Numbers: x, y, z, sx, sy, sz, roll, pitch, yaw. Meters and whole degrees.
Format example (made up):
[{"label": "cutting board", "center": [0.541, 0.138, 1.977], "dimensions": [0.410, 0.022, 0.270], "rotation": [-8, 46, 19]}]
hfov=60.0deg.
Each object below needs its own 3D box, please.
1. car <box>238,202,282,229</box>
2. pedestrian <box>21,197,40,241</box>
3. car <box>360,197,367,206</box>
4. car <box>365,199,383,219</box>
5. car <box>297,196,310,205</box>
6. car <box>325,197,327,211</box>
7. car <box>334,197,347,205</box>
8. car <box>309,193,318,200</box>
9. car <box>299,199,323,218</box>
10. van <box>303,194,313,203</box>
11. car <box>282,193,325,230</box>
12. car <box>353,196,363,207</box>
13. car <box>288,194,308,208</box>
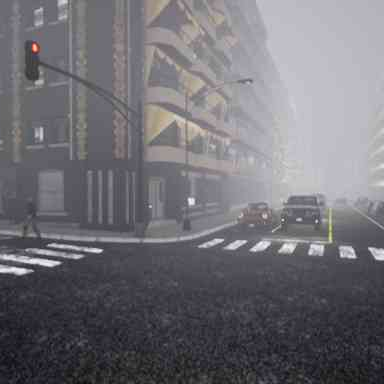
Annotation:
[{"label": "car", "center": [4.210, 1.410, 21.045], "dimensions": [1.967, 1.590, 4.097], "rotation": [0, 0, 23]}, {"label": "pedestrian", "center": [-6.529, 1.051, 13.449], "dimensions": [0.375, 1.860, 0.375], "rotation": [0, -1, 22]}, {"label": "car", "center": [18.450, 1.495, 33.432], "dimensions": [1.887, 1.381, 4.507], "rotation": [0, 0, 23]}, {"label": "car", "center": [16.281, 1.508, 28.227], "dimensions": [2.008, 1.369, 4.403], "rotation": [0, 0, 23]}, {"label": "car", "center": [19.323, 1.444, 57.324], "dimensions": [1.752, 1.417, 4.829], "rotation": [0, 0, 23]}, {"label": "car", "center": [15.092, 1.164, 40.391], "dimensions": [2.150, 2.045, 5.566], "rotation": [0, 0, 23]}, {"label": "car", "center": [25.130, 1.483, 56.201], "dimensions": [1.994, 1.385, 4.181], "rotation": [0, 0, 23]}, {"label": "car", "center": [32.398, 1.185, 88.712], "dimensions": [2.192, 1.841, 5.009], "rotation": [0, 0, 23]}, {"label": "car", "center": [10.957, 1.461, 30.491], "dimensions": [1.837, 1.490, 4.892], "rotation": [0, 0, 23]}, {"label": "van", "center": [23.725, 1.244, 67.891], "dimensions": [1.690, 1.788, 3.998], "rotation": [0, 0, 23]}, {"label": "car", "center": [7.065, 1.191, 21.155], "dimensions": [2.150, 2.045, 5.566], "rotation": [0, 0, 23]}, {"label": "car", "center": [24.954, 1.368, 49.048], "dimensions": [1.967, 1.590, 4.097], "rotation": [0, 0, 23]}, {"label": "car", "center": [15.051, 1.248, 47.070], "dimensions": [2.192, 1.841, 5.009], "rotation": [0, 0, 23]}]
